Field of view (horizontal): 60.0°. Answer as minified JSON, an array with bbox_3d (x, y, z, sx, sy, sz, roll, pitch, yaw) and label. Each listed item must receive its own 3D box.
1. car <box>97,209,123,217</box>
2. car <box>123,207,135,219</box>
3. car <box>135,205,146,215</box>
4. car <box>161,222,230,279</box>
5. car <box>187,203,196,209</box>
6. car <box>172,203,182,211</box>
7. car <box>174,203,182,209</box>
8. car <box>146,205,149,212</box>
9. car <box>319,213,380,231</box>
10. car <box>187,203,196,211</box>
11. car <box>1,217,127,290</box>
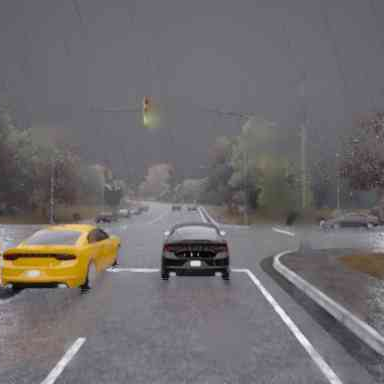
[{"bbox_3d":[-10.600,3.153,41.792,2.033,1.411,5.357,0,-2,1],"label":"car"},{"bbox_3d":[-10.570,3.400,51.661,1.812,1.442,4.674,0,-1,0],"label":"car"},{"bbox_3d":[-10.524,3.474,61.766,2.128,1.511,4.902,0,0,1],"label":"car"},{"bbox_3d":[0.096,1.723,10.797,1.882,1.535,5.008,0,-2,0],"label":"car"},{"bbox_3d":[-0.094,3.484,83.779,1.994,1.385,4.181,0,0,-3],"label":"car"},{"bbox_3d":[-3.480,3.457,73.726,1.837,1.490,4.892,0,0,0],"label":"car"},{"bbox_3d":[-3.595,3.479,83.794,1.994,1.385,4.181,0,0,-3],"label":"car"},{"bbox_3d":[-10.480,3.499,72.347,2.033,1.411,5.357,0,0,0],"label":"car"},{"bbox_3d":[13.518,2.526,28.686,4.902,1.511,2.128,0,-3,-3],"label":"car"},{"bbox_3d":[0.020,3.483,73.340,2.128,1.511,4.902,0,0,0],"label":"car"},{"bbox_3d":[-3.405,1.685,9.649,1.882,1.535,5.008,0,-2,0],"label":"car"}]
